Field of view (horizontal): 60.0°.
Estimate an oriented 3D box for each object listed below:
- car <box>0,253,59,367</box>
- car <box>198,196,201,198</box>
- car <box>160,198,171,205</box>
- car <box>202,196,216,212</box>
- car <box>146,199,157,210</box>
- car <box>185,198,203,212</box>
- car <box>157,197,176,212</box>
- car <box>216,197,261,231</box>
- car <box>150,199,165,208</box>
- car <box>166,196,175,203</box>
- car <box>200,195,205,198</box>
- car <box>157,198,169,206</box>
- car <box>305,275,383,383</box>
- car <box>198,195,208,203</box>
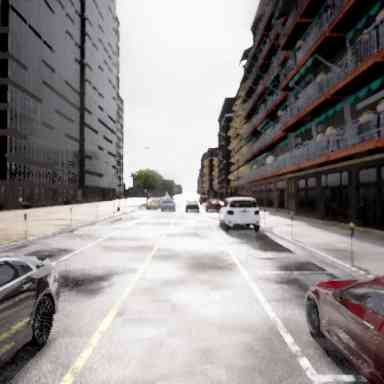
[{"bbox_3d":[-3.101,1.516,3.573,2.128,1.511,4.902,0,0,0],"label":"car"},{"bbox_3d":[-0.005,1.833,56.764,2.128,1.511,4.902,0,0,0],"label":"car"},{"bbox_3d":[-5.687,1.967,71.589,2.008,1.369,4.403,1,0,0],"label":"car"},{"bbox_3d":[2.696,1.708,43.389,1.967,1.590,4.097,1,0,0],"label":"car"},{"bbox_3d":[-5.685,1.824,48.834,1.752,1.417,4.829,1,0,0],"label":"car"},{"bbox_3d":[0.061,1.818,43.806,2.033,1.411,5.357,0,0,0],"label":"car"},{"bbox_3d":[-3.094,1.747,43.810,1.882,1.535,5.008,0,0,0],"label":"car"},{"bbox_3d":[2.998,1.366,21.749,2.150,2.045,5.566,0,0,0],"label":"car"},{"bbox_3d":[-5.686,1.881,54.651,2.008,1.369,4.403,1,0,0],"label":"car"},{"bbox_3d":[-5.689,1.935,88.526,1.967,1.590,4.097,1,0,0],"label":"car"},{"bbox_3d":[2.697,1.703,65.973,2.192,1.841,5.009,1,0,0],"label":"car"},{"bbox_3d":[-5.686,1.939,65.942,2.008,1.369,4.403,1,0,0],"label":"car"},{"bbox_3d":[2.697,1.609,3.862,1.802,1.307,4.206,1,0,0],"label":"car"},{"bbox_3d":[2.696,1.784,82.911,2.192,1.841,5.009,1,0,0],"label":"car"}]
